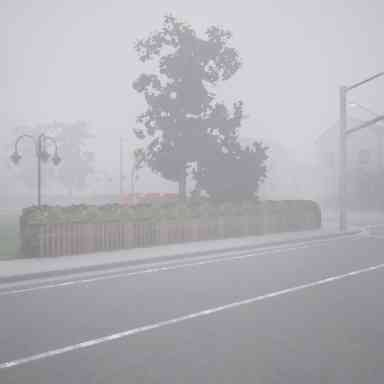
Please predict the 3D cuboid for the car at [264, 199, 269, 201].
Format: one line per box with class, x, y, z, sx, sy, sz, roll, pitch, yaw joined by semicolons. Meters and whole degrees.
car;7.905;1.504;36.389;1.837;1.490;4.892;0;0;-35
